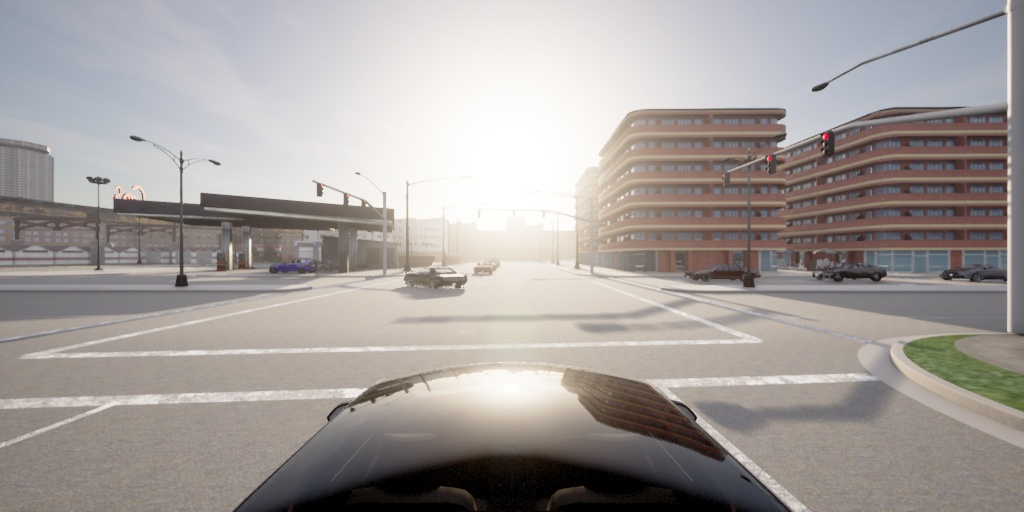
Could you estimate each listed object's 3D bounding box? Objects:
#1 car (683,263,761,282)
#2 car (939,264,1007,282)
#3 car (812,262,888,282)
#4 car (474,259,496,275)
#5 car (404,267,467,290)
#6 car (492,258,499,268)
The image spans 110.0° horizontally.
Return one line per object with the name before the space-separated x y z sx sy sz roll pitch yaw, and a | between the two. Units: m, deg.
car | 16.591 1.291 28.378 5.357 1.411 2.033 0 0 0
car | 36.546 1.308 28.226 4.181 1.385 1.994 0 0 0
car | 26.542 1.236 28.300 4.902 1.511 2.128 0 0 0
car | -3.117 1.342 39.867 1.895 1.301 4.718 0 0 -1
car | -4.909 1.346 22.439 1.895 1.301 4.718 0 0 -43
car | -3.222 1.303 49.782 1.994 1.385 4.181 0 0 0
